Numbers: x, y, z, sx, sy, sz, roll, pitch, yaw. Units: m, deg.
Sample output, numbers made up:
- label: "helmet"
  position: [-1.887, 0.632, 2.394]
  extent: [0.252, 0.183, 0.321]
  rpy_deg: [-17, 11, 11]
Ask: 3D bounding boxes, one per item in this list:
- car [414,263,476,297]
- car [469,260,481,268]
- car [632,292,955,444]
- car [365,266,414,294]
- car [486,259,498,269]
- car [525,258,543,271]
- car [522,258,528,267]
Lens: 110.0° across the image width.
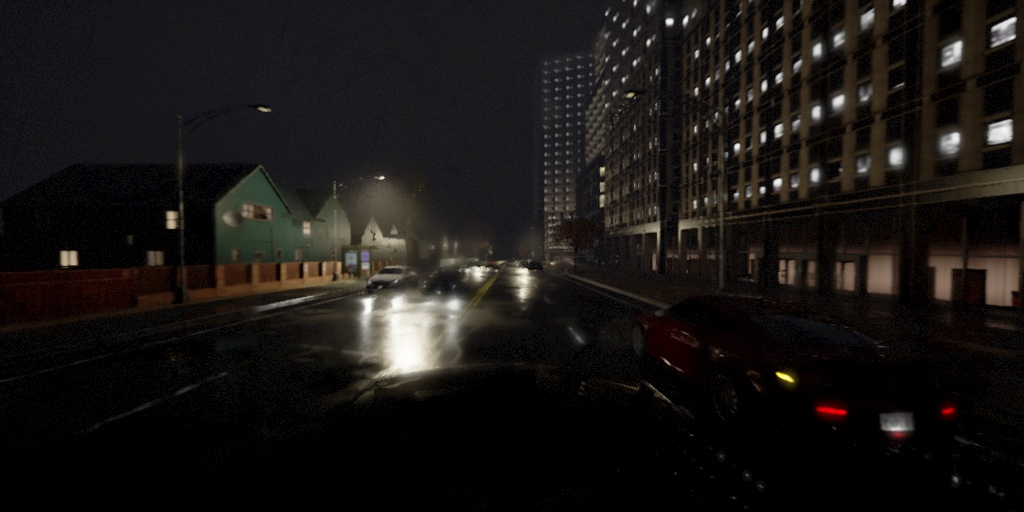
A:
- label: "car"
  position: [-3.356, 1.303, 19.115]
  extent: [2.033, 1.411, 5.357]
  rpy_deg: [0, 0, 0]
- label: "car"
  position: [-6.549, 1.420, 62.634]
  extent: [1.895, 1.301, 4.718]
  rpy_deg: [0, 0, 0]
- label: "car"
  position: [3.346, 1.276, 5.421]
  extent: [1.812, 1.442, 4.674]
  rpy_deg: [0, 0, 0]
- label: "car"
  position: [-6.601, 1.282, 20.286]
  extent: [1.812, 1.442, 4.674]
  rpy_deg: [0, 0, 0]
- label: "car"
  position: [-3.308, 1.297, 60.517]
  extent: [1.882, 1.535, 5.008]
  rpy_deg: [0, 0, 0]
- label: "car"
  position: [3.223, 1.358, 49.307]
  extent: [1.994, 1.385, 4.181]
  rpy_deg: [0, 0, 0]
- label: "car"
  position: [3.217, 1.306, 60.311]
  extent: [2.128, 1.511, 4.902]
  rpy_deg: [0, 0, 0]
